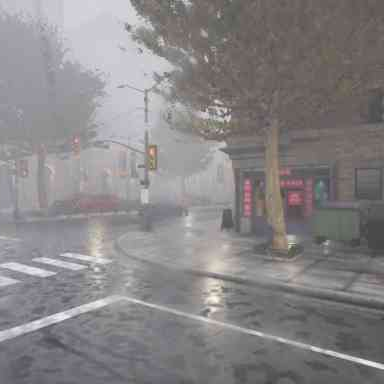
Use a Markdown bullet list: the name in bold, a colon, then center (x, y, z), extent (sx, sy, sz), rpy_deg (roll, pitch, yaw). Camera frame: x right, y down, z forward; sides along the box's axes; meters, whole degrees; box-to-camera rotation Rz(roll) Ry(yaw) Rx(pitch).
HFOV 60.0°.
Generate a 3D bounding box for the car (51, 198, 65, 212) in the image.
- **car**: center (-13.261, 1.221, 38.247), extent (2.150, 2.045, 5.566), rpy_deg (0, 0, 36)

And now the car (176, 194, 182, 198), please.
- **car**: center (-0.919, 1.221, 55.329), extent (2.150, 2.045, 5.566), rpy_deg (0, 0, 36)

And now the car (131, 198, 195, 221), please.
- **car**: center (-2.280, 1.491, 27.521), extent (2.128, 1.511, 4.902), rpy_deg (0, 0, 36)

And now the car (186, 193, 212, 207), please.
- **car**: center (1.266, 1.352, 52.373), extent (2.097, 1.767, 4.553), rpy_deg (0, 0, 36)

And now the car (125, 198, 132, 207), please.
- **car**: center (-7.165, 1.491, 46.690), extent (2.128, 1.511, 4.902), rpy_deg (0, 0, 36)

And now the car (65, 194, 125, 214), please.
- **car**: center (-10.422, 1.221, 36.201), extent (2.150, 2.045, 5.566), rpy_deg (0, 0, 36)

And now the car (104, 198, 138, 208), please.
- **car**: center (-10.186, 1.595, 47.892), extent (1.895, 1.301, 4.718), rpy_deg (0, 0, 36)
